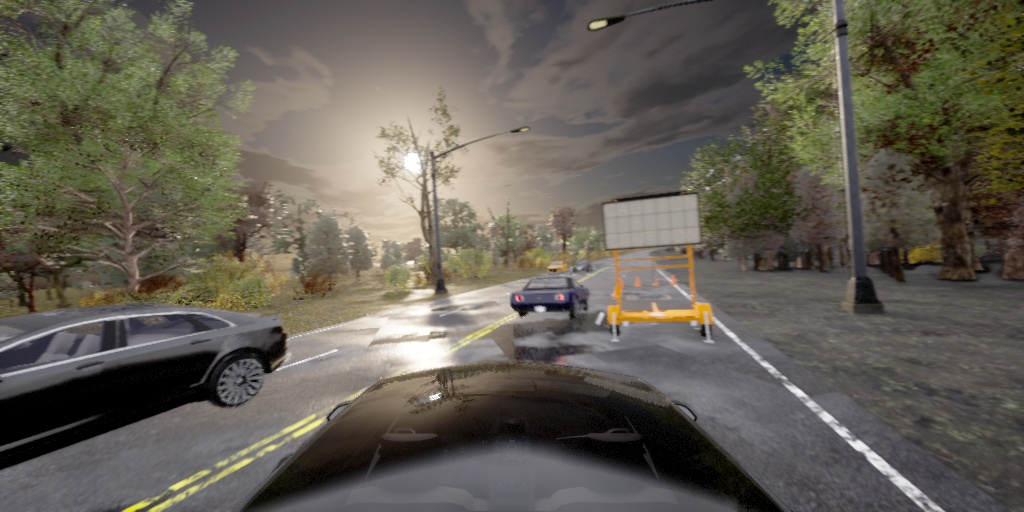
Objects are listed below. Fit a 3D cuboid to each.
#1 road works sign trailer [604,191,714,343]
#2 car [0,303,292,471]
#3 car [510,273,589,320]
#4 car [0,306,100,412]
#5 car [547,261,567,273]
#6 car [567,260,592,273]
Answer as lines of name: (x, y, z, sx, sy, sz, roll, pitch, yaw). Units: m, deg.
road works sign trailer: (3.868, 0.175, 9.561, 2.380, 3.560, 2.880, 0, 0, 19)
car: (-5.080, 1.374, 3.960, 2.128, 1.511, 4.902, -1, 0, 19)
car: (1.539, 1.401, 12.497, 1.895, 1.301, 4.718, -4, -5, 19)
car: (-8.528, 1.576, 4.031, 1.895, 1.301, 4.718, -1, 0, 19)
car: (5.690, 1.420, 44.776, 1.882, 1.535, 5.008, -4, -1, 20)
car: (8.410, 1.233, 42.748, 2.128, 1.511, 4.902, -4, -1, 20)
